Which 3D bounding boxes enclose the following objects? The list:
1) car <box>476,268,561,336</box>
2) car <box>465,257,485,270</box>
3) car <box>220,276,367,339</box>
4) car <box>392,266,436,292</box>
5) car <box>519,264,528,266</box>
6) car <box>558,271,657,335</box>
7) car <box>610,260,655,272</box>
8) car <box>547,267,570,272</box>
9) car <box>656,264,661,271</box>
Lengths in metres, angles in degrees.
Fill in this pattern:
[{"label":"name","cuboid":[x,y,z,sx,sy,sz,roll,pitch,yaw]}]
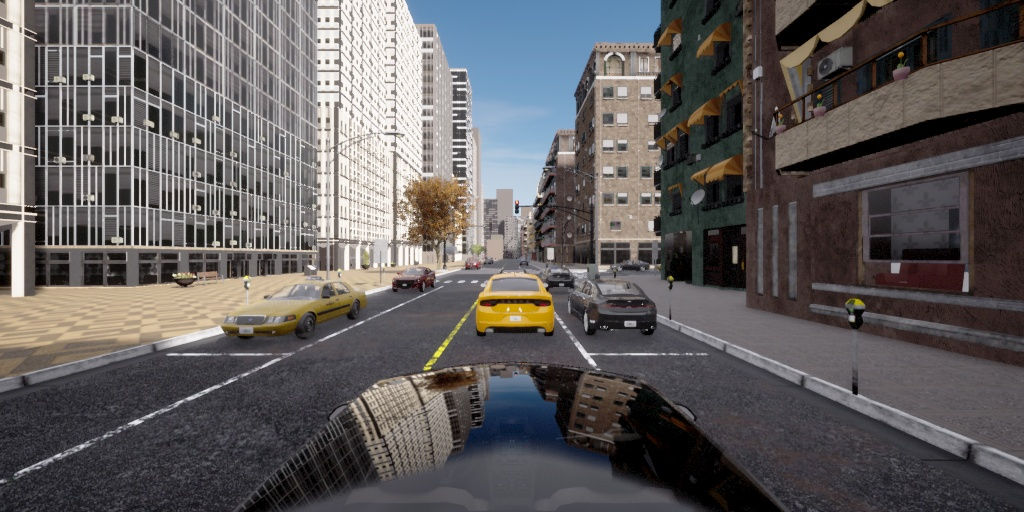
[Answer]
[{"label":"car","cuboid":[0.072,1.228,10.385,1.882,1.535,5.008,0,0,0]},{"label":"car","cuboid":[-5.793,1.098,53.728,2.192,1.841,5.009,0,0,0]},{"label":"car","cuboid":[-5.708,1.276,10.105,1.751,1.417,4.829,0,0,0]},{"label":"car","cuboid":[-5.730,1.299,21.341,1.888,1.381,4.507,0,0,0]},{"label":"car","cuboid":[0.063,1.355,20.664,1.895,1.301,4.718,0,0,0]},{"label":"car","cuboid":[2.672,1.301,10.291,2.007,1.370,4.403,0,0,0]},{"label":"car","cuboid":[13.358,1.109,40.794,4.403,1.370,2.007,0,0,-1]},{"label":"car","cuboid":[2.650,1.305,21.357,2.007,1.370,4.403,0,0,0]},{"label":"car","cuboid":[18.755,1.006,40.859,4.829,1.417,1.751,0,0,-1]}]
